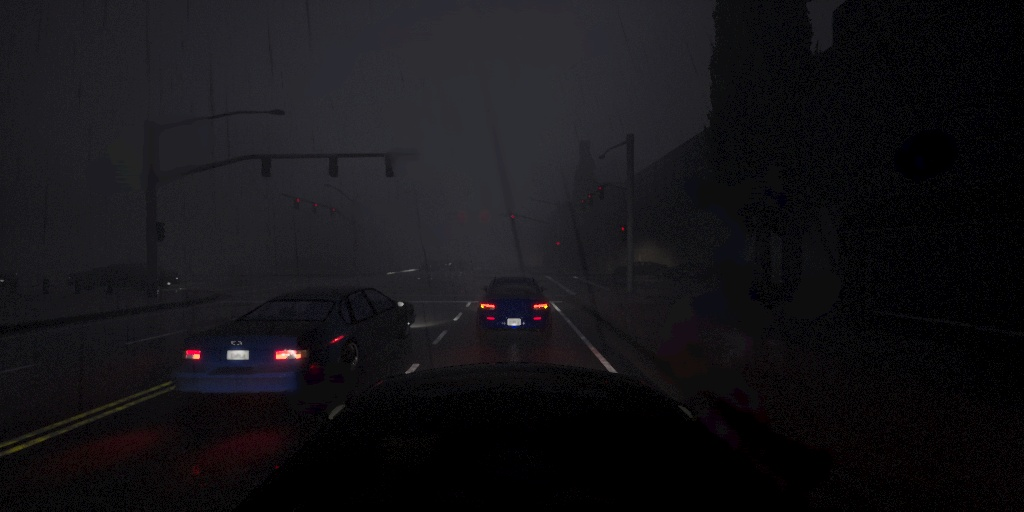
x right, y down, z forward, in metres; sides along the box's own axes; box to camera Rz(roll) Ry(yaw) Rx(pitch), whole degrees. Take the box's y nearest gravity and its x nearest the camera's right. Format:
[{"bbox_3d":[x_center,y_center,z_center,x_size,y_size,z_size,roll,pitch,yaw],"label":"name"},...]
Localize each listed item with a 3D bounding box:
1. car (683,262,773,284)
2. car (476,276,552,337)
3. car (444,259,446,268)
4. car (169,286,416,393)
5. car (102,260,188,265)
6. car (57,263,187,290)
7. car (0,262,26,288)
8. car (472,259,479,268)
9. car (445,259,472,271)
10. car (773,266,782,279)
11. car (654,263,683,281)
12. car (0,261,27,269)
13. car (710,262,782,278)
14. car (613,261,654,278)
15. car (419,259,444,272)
[{"bbox_3d":[15.619,1.224,26.102,5.008,1.535,1.882,0,0,0],"label":"car"},{"bbox_3d":[0.059,1.275,10.139,1.812,1.442,4.674,0,0,0],"label":"car"},{"bbox_3d":[-10.614,1.247,56.550,1.837,1.490,4.892,0,0,1],"label":"car"},{"bbox_3d":[-3.448,1.297,7.038,2.033,1.411,5.357,0,0,0],"label":"car"},{"bbox_3d":[-26.302,1.251,25.269,4.892,1.490,1.837,0,0,0],"label":"car"},{"bbox_3d":[-23.515,1.295,21.782,5.357,1.411,2.033,0,0,0],"label":"car"},{"bbox_3d":[-33.304,1.252,21.736,4.892,1.490,1.837,0,0,0],"label":"car"},{"bbox_3d":[-7.057,1.220,58.804,1.882,1.535,5.008,0,0,2],"label":"car"},{"bbox_3d":[-7.266,1.235,49.262,2.128,1.511,4.902,0,0,1],"label":"car"},{"bbox_3d":[24.035,1.098,29.792,4.553,1.767,2.097,0,0,0],"label":"car"},{"bbox_3d":[14.828,1.251,29.813,4.892,1.490,1.837,0,0,0],"label":"car"},{"bbox_3d":[-37.875,1.273,25.225,4.674,1.442,1.812,0,0,0],"label":"car"},{"bbox_3d":[21.635,1.293,33.298,5.357,1.411,2.033,0,0,0],"label":"car"},{"bbox_3d":[11.897,1.237,33.318,4.902,1.511,2.128,0,0,0],"label":"car"},{"bbox_3d":[-10.800,1.221,47.212,1.882,1.535,5.008,0,0,1],"label":"car"}]
